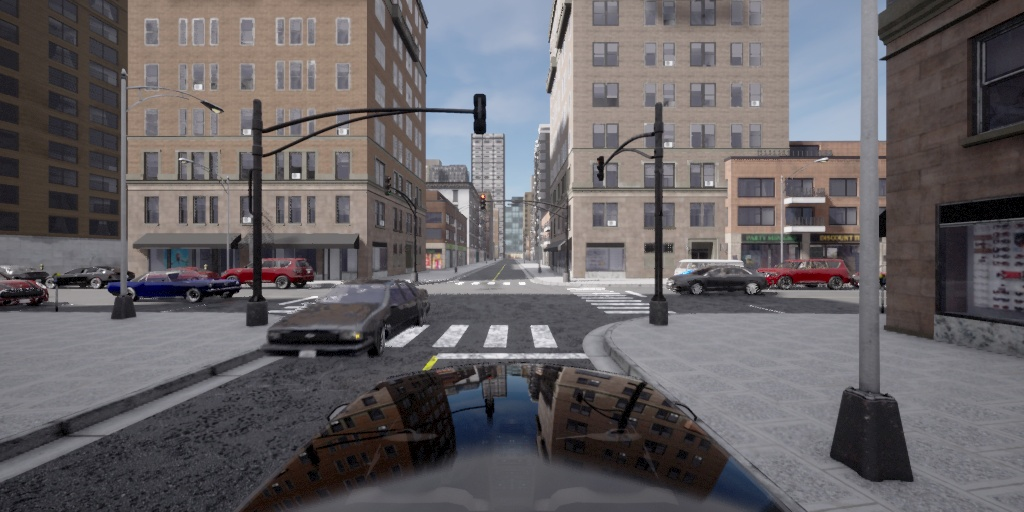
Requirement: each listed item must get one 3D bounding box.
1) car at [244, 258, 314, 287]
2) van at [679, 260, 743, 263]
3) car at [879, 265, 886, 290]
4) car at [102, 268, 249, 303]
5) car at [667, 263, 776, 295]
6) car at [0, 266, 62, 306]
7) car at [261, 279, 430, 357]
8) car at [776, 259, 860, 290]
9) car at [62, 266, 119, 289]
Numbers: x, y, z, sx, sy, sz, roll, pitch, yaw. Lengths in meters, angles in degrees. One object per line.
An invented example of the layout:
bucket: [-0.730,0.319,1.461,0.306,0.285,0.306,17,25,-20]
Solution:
car: [-14.909,1.059,22.098,5.009,1.841,2.192,0,0,0]
van: [12.038,1.108,21.942,3.998,1.789,1.690,0,0,0]
car: [23.230,1.216,21.877,4.097,1.591,1.967,0,0,0]
car: [-15.000,1.345,16.155,4.718,1.301,1.895,0,0,3]
car: [10.867,1.271,19.174,4.892,1.490,1.837,0,0,-1]
car: [-20.457,1.179,13.604,4.097,1.591,1.967,0,0,0]
car: [-3.459,1.298,8.825,2.033,1.411,5.357,0,0,1]
car: [17.634,1.086,21.910,5.009,1.841,2.192,0,0,0]
car: [-25.956,1.299,22.162,4.313,1.339,1.948,0,0,0]
